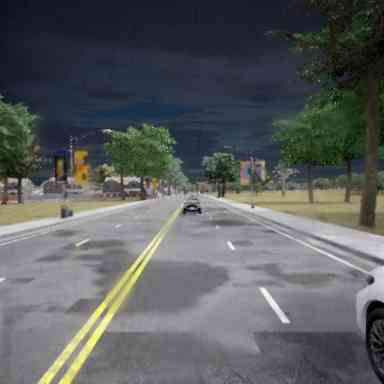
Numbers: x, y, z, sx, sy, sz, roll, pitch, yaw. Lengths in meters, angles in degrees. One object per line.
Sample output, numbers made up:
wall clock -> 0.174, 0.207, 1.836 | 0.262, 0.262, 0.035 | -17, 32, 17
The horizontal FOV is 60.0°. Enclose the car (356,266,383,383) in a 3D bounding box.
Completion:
car -> 3.251, 1.221, 2.062 | 2.150, 2.045, 5.566 | 0, 0, 0

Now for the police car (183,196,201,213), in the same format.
police car -> 0.014, 1.492, 36.441 | 2.038, 1.542, 4.974 | 0, 0, 0

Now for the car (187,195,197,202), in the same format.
car -> 0.029, 1.500, 73.219 | 2.033, 1.411, 5.357 | 0, 0, 0

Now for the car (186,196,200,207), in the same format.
car -> 0.121, 1.470, 52.164 | 2.128, 1.511, 4.902 | 0, 0, 0
